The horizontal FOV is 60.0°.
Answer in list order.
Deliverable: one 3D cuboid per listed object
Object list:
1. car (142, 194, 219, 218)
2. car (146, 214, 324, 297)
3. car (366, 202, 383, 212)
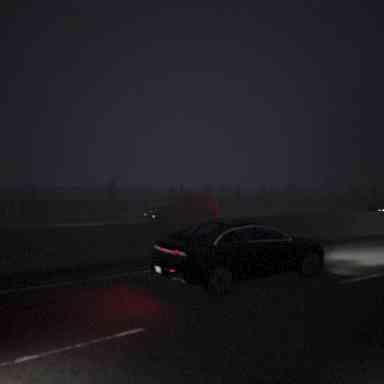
[{"bbox_3d":[-0.696,1.149,23.704,5.566,2.045,2.150,0,0,-28],"label":"car"},{"bbox_3d":[1.321,1.467,8.519,4.902,1.511,2.128,0,0,-31],"label":"car"},{"bbox_3d":[16.689,1.429,27.457,4.902,1.511,2.128,0,0,-20],"label":"car"}]
